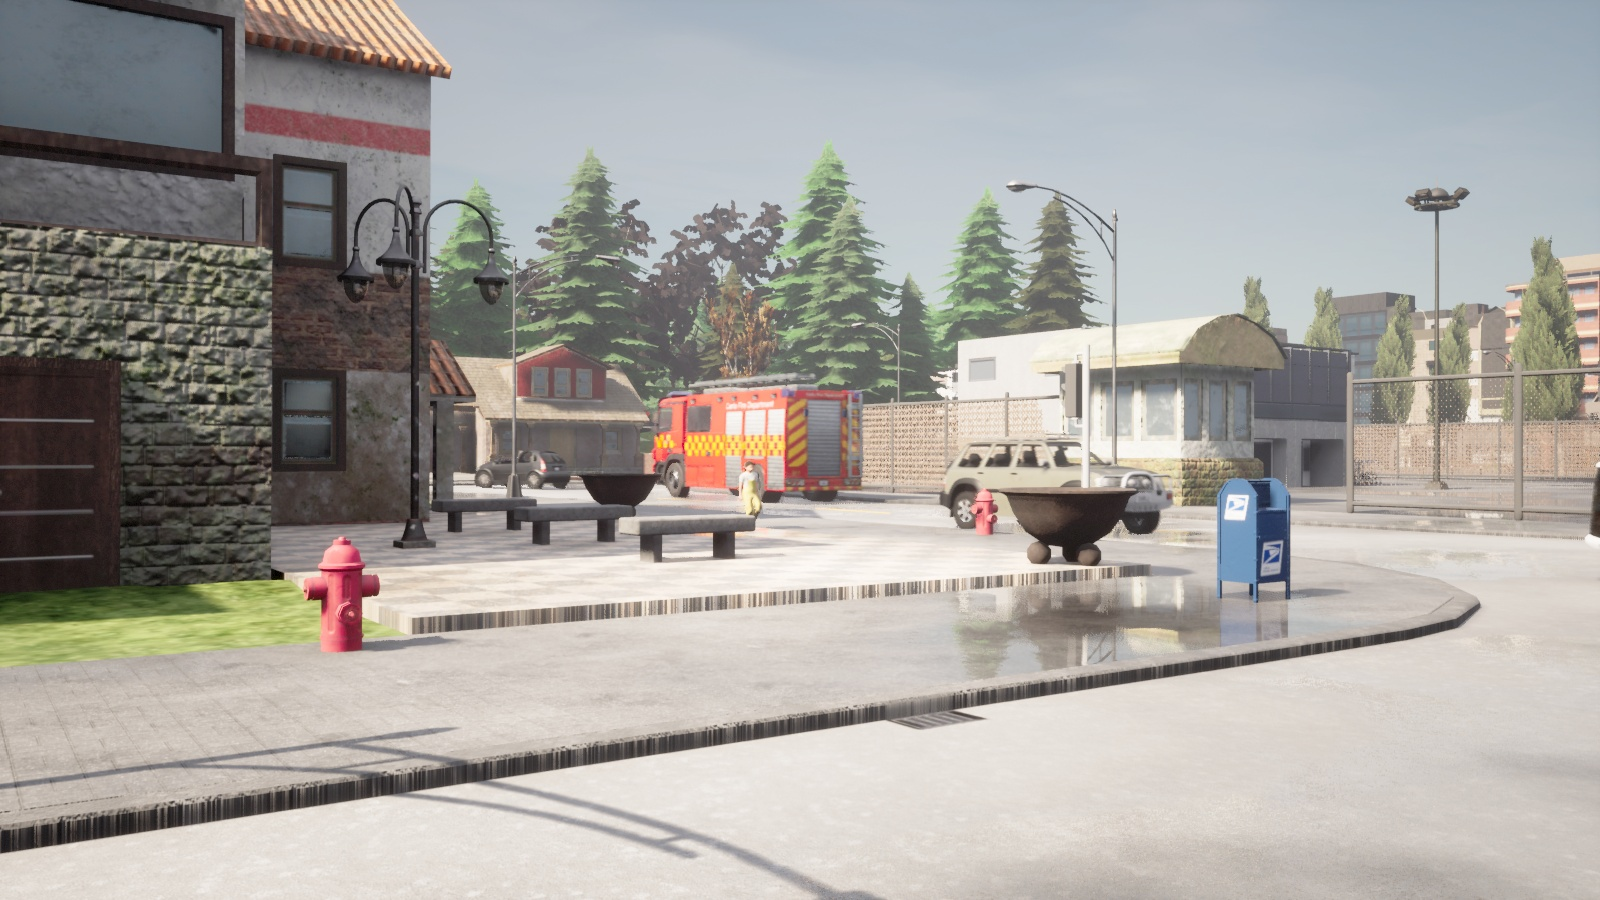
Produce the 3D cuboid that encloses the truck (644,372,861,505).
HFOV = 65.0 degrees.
[{"bbox_3d":[-1.767,-0.317,40.427,2.891,3.827,8.468,0,0,-34],"label":"truck"}]

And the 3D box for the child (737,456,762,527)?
[{"bbox_3d":[-0.913,0.741,22.557,0.270,1.263,0.437,0,0,-31],"label":"child"}]

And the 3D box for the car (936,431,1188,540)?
[{"bbox_3d":[4.811,0.609,23.741,1.932,1.855,4.605,0,0,-34],"label":"car"}]

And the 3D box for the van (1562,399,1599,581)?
[{"bbox_3d":[9.833,0.477,12.565,2.069,2.038,4.480,1,0,7],"label":"van"}]

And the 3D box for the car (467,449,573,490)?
[{"bbox_3d":[-11.465,0.793,51.400,3.988,1.617,1.851,0,0,29],"label":"car"}]
